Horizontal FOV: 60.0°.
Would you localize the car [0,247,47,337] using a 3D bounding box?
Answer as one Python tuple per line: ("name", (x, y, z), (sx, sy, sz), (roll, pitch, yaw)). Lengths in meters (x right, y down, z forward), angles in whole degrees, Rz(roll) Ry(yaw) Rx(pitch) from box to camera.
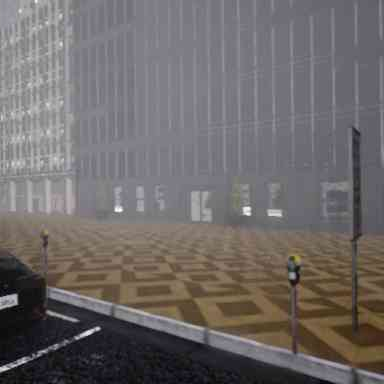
("car", (-4.315, 1.589, 5.836), (4.313, 1.339, 1.947), (0, 0, 34))
